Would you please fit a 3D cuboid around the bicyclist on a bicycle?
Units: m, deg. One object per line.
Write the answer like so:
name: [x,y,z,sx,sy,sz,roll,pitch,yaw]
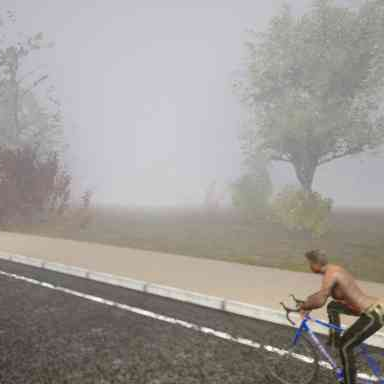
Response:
bicyclist on a bicycle: [1.502,1.450,3.565,1.656,1.620,0.582,0,0,35]
